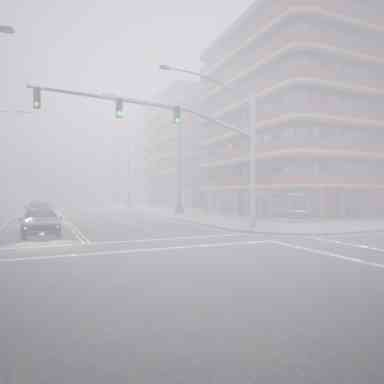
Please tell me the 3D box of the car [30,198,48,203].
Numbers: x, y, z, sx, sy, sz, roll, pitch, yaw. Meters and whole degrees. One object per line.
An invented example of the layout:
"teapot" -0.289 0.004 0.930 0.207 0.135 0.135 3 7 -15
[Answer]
"car" -12.261 1.510 26.717 1.837 1.490 4.892 0 0 -25

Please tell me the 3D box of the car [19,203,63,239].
"car" -8.080 1.551 17.770 2.033 1.411 5.357 0 0 -25

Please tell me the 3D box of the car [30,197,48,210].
"car" -20.793 1.500 45.259 2.128 1.511 4.902 0 0 -24
